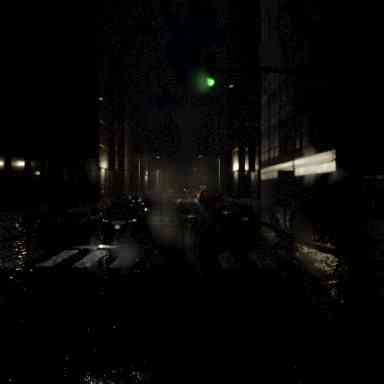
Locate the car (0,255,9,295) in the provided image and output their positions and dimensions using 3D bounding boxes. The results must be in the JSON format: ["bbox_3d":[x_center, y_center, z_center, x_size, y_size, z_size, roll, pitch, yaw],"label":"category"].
[{"bbox_3d":[-5.687,1.255,5.455,4.553,1.767,2.097,1,1,-1],"label":"car"}]

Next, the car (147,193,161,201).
[{"bbox_3d":[-6.537,0.820,57.646,1.947,1.339,4.313,0,1,-1],"label":"car"}]

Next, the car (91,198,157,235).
[{"bbox_3d":[-3.310,1.273,17.296,2.128,1.511,4.902,0,1,1],"label":"car"}]

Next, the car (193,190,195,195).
[{"bbox_3d":[1.820,0.620,69.052,1.887,1.381,4.507,0,1,-1],"label":"car"}]

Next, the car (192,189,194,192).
[{"bbox_3d":[1.651,0.483,80.337,1.947,1.339,4.313,0,1,-1],"label":"car"}]

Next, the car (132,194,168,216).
[{"bbox_3d":[-3.424,1.195,27.951,2.033,1.411,5.357,0,1,-1],"label":"car"}]

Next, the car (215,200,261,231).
[{"bbox_3d":[2.575,1.325,18.266,1.947,1.339,4.313,0,1,-1],"label":"car"}]

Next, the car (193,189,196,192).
[{"bbox_3d":[1.733,0.518,74.864,1.752,1.417,4.829,0,1,-1],"label":"car"}]

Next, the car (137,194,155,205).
[{"bbox_3d":[-6.369,0.961,46.359,2.008,1.369,4.403,0,1,-1],"label":"car"}]

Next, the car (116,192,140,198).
[{"bbox_3d":[-6.117,1.074,29.427,1.967,1.590,4.097,0,1,-1],"label":"car"}]

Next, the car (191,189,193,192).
[{"bbox_3d":[1.483,0.331,91.621,1.947,1.339,4.313,0,1,-1],"label":"car"}]

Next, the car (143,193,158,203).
[{"bbox_3d":[-6.453,0.899,52.002,1.947,1.339,4.313,0,1,-1],"label":"car"}]

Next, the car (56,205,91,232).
[{"bbox_3d":[-5.950,1.358,18.142,1.802,1.307,4.206,0,1,-1],"label":"car"}]

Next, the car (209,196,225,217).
[{"bbox_3d":[2.491,1.233,23.909,1.887,1.381,4.507,0,1,-1],"label":"car"}]

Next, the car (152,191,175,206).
[{"bbox_3d":[-3.623,0.953,42.156,2.128,1.511,4.902,0,1,-1],"label":"car"}]

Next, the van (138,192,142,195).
[{"bbox_3d":[-6.201,0.902,35.069,1.690,1.788,3.998,0,1,-1],"label":"van"}]

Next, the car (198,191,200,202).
[{"bbox_3d":[2.155,0.937,46.481,1.887,1.381,4.507,0,1,-1],"label":"car"}]

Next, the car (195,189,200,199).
[{"bbox_3d":[2.073,0.630,52.121,2.192,1.841,5.009,0,1,-1],"label":"car"}]

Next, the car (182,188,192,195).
[{"bbox_3d":[-1.330,0.222,94.713,1.837,1.490,4.892,0,1,-1],"label":"car"}]

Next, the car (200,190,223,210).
[{"bbox_3d":[2.324,0.858,35.192,2.192,1.841,5.009,0,1,-1],"label":"car"}]
